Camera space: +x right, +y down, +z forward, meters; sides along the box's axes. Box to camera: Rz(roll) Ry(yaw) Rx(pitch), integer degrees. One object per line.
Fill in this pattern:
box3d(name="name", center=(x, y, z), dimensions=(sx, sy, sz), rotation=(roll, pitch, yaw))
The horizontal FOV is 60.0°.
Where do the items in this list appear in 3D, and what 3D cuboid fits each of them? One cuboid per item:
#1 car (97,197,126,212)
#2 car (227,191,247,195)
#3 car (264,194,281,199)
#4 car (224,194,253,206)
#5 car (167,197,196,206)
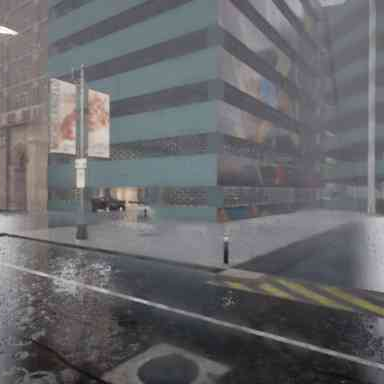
box3d(name="car", center=(-8.888, 1.228, 33.929), dimensions=(4.786, 1.482, 2.161), rotation=(0, 0, 35))
box3d(name="car", center=(8.216, 0.839, 58.699), dimensions=(5.566, 2.045, 2.435), rotation=(0, 0, 35))
box3d(name="car", center=(22.256, 1.237, 91.525), dimensions=(4.892, 1.521, 2.231), rotation=(0, 0, 35))
box3d(name="car", center=(3.440, 1.218, 30.217), dimensions=(4.674, 1.452, 2.002), rotation=(0, 0, 35))
box3d(name="car", center=(-1.827, 1.280, 43.142), dimensions=(4.718, 1.301, 1.895), rotation=(0, 0, 35))
